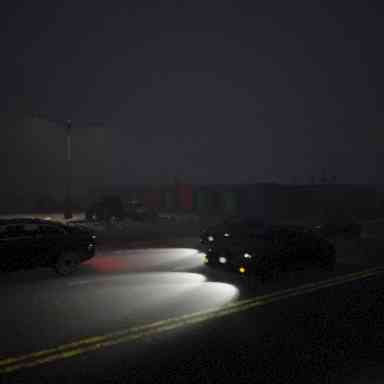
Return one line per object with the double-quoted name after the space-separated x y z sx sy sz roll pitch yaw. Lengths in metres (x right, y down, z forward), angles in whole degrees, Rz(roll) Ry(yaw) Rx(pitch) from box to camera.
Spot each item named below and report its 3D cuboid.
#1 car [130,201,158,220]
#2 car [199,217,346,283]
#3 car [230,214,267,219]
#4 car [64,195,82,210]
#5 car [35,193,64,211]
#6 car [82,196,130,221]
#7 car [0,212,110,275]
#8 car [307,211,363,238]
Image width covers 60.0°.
-4.440 1.514 27.592 1.970 1.475 3.806 1 0 -37 "car"
2.439 1.640 9.977 4.181 1.385 1.994 1 0 -35 "car"
2.364 1.663 14.153 4.181 1.385 1.994 1 0 -35 "car"
-14.960 1.475 41.536 1.784 1.438 3.905 1 0 -37 "car"
-17.311 1.235 39.847 1.932 1.855 4.605 1 0 -37 "car"
-6.758 1.246 25.861 1.905 1.878 3.866 1 0 -37 "car"
-5.037 1.500 8.974 4.902 1.511 2.128 1 0 -35 "car"
7.147 1.722 17.566 4.181 1.385 1.994 1 0 -35 "car"
